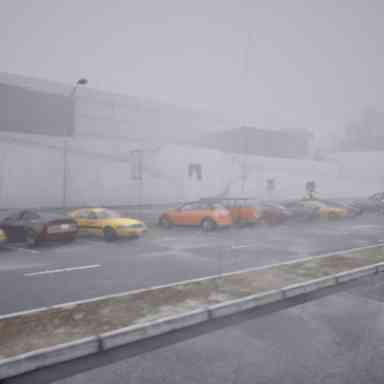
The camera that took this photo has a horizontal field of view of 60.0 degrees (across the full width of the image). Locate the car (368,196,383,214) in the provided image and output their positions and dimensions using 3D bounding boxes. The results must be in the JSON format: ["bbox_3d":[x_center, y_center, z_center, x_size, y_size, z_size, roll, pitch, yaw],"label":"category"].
[{"bbox_3d":[17.131,1.386,32.487,4.674,1.452,2.002,-1,0,35],"label":"car"}]

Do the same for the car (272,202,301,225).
[{"bbox_3d":[4.972,1.515,23.830,4.674,1.452,2.002,-1,0,35],"label":"car"}]

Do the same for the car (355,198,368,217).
[{"bbox_3d":[12.292,1.441,29.013,4.792,1.488,2.163,-1,-1,35],"label":"car"}]

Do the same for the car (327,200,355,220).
[{"bbox_3d":[9.991,1.431,27.198,5.366,1.575,1.946,-1,-1,35],"label":"car"}]

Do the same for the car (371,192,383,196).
[{"bbox_3d":[19.529,1.058,34.235,5.566,2.045,2.435,-1,0,35],"label":"car"}]

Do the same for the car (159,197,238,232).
[{"bbox_3d":[0.130,1.368,20.355,4.553,1.767,2.185,-1,0,35],"label":"car"}]

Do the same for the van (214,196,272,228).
[{"bbox_3d":[2.640,1.261,22.048,4.442,1.987,1.878,-1,-1,35],"label":"van"}]

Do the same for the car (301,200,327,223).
[{"bbox_3d":[7.375,1.491,25.579,4.792,1.488,2.163,-1,0,35],"label":"car"}]

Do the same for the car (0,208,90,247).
[{"bbox_3d":[-7.210,1.526,15.196,4.792,1.488,2.163,-1,-1,35],"label":"car"}]

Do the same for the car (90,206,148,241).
[{"bbox_3d":[-4.600,1.491,16.809,5.366,1.575,1.946,-1,-1,35],"label":"car"}]
